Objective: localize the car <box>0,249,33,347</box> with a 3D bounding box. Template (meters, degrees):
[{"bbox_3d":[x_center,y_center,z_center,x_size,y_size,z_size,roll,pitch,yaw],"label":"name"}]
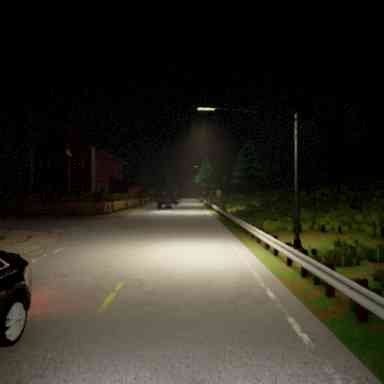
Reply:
[{"bbox_3d":[-3.500,1.435,3.533,1.837,1.490,4.892,0,1,0],"label":"car"}]

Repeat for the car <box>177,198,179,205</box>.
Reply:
[{"bbox_3d":[-3.503,1.624,62.797,2.097,1.767,4.553,0,0,0],"label":"car"}]

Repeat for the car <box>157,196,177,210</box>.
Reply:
[{"bbox_3d":[-3.593,1.641,44.576,2.128,1.511,4.902,0,0,0],"label":"car"}]
